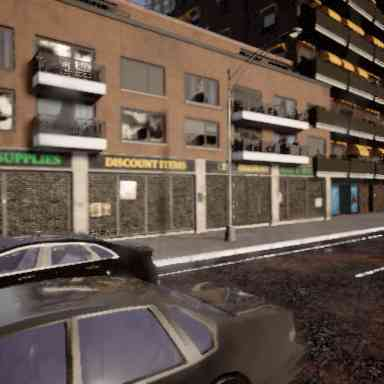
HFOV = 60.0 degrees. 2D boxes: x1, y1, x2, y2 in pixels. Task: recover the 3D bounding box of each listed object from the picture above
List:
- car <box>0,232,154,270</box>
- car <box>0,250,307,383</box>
[{"bbox_3d":[-2.905,1.503,5.632,4.902,1.511,2.128,0,0,-36],"label":"car"},{"bbox_3d":[-1.321,1.553,2.753,5.357,1.411,2.033,0,0,-36],"label":"car"}]
